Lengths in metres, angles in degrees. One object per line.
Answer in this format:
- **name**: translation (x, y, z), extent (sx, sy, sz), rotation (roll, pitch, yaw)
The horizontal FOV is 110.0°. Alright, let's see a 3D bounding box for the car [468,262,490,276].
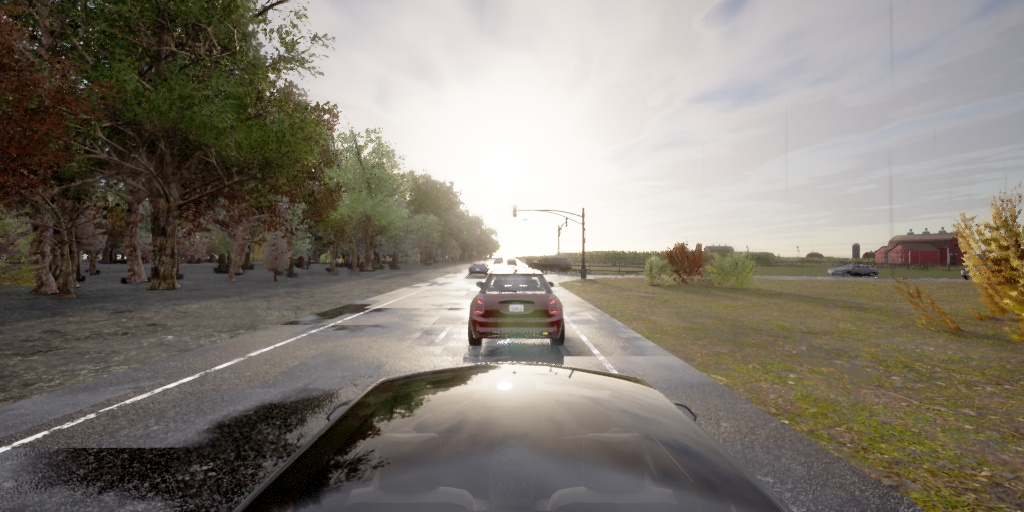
- **car**: translation (-3.418, 1.321, 38.035), extent (1.994, 1.385, 4.181), rotation (0, 0, 0)

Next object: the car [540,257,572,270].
- **car**: translation (4.609, 1.089, 43.974), extent (5.566, 2.045, 2.150), rotation (2, 1, 35)

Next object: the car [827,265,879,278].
- **car**: translation (38.688, 1.720, 40.759), extent (4.902, 1.511, 2.128), rotation (1, -1, 0)

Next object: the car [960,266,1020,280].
- **car**: translation (49.622, 1.781, 37.121), extent (4.902, 1.511, 2.128), rotation (1, -1, 0)

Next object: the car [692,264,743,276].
- **car**: translation (23.389, 1.610, 40.828), extent (5.357, 1.411, 2.033), rotation (1, -1, 0)

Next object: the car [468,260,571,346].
- **car**: translation (0.095, 1.104, 9.581), extent (2.097, 1.767, 4.553), rotation (0, 0, 0)
